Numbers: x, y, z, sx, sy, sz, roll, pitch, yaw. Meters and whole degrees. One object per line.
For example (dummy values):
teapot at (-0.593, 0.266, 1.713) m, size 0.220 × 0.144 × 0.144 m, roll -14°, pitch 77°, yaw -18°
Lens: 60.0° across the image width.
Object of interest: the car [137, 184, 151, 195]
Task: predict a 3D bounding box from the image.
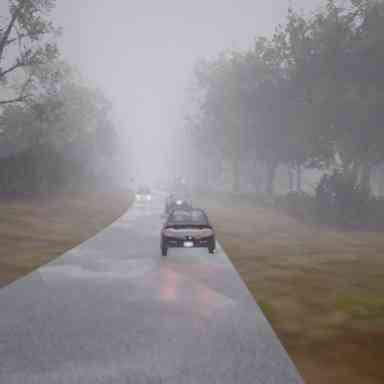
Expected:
car at (-7.153, -0.373, 49.559) m, size 1.837 × 1.490 × 4.892 m, roll 2°, pitch 3°, yaw -10°

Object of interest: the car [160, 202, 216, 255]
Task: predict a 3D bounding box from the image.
car at (-0.192, 1.374, 12.829) m, size 2.128 × 1.511 × 4.902 m, roll 0°, pitch 1°, yaw -2°

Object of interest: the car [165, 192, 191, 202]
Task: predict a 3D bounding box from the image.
car at (-1.162, 0.782, 27.478) m, size 2.097 × 1.767 × 4.553 m, roll 1°, pitch 2°, yaw -5°
